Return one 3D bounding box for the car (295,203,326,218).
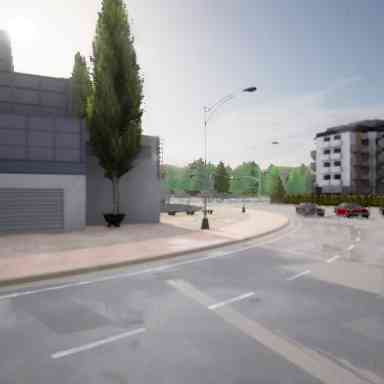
[{"bbox_3d":[11.432,1.771,32.334,1.895,1.301,4.718,0,0,6],"label":"car"}]

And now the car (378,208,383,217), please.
[{"bbox_3d":[18.230,1.727,29.366,1.895,1.301,4.718,0,0,10],"label":"car"}]

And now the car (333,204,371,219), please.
[{"bbox_3d":[14.712,1.749,30.766,1.895,1.301,4.718,0,0,7],"label":"car"}]
